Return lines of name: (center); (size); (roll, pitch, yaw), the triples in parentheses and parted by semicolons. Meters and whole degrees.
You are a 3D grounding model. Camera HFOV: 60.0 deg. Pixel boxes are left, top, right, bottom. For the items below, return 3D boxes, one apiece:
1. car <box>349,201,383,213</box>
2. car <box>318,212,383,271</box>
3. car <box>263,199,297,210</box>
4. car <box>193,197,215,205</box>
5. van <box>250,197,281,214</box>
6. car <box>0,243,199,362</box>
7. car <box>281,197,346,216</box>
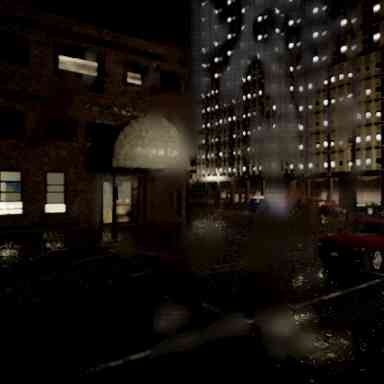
car: (17.930, 1.588, 35.076); (2.008, 1.369, 4.403); (0, 0, -35)
car: (5.972, 1.572, 10.973); (4.507, 1.381, 1.887); (0, 0, -35)
car: (11.595, 1.604, 44.169); (1.802, 1.307, 4.206); (0, 0, -35)
car: (1.997, 1.527, 57.948); (1.752, 1.417, 4.829); (0, 0, -35)
van: (7.885, 1.394, 34.832); (1.690, 1.788, 3.998); (0, 0, -35)
car: (-1.870, 1.569, 5.303); (4.313, 1.339, 1.947); (0, 0, -35)
car: (11.052, 1.376, 30.285); (2.192, 1.841, 5.009); (0, 0, -35)
